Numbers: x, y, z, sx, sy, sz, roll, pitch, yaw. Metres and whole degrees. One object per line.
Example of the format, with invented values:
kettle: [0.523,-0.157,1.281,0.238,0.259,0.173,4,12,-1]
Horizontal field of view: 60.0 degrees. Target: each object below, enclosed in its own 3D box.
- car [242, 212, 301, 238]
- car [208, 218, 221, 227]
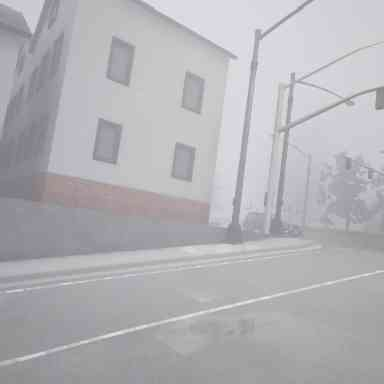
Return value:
car: [6.982,2.946,29.608,2.150,2.045,5.566,12,-7,-35]
car: [0.980,3.291,37.918,2.033,1.411,5.357,12,-7,-35]
